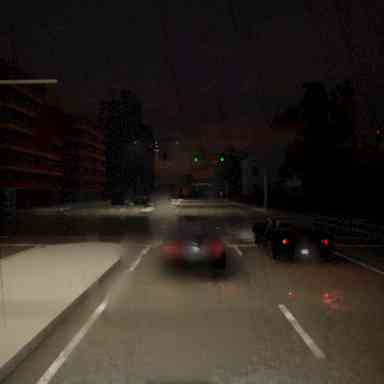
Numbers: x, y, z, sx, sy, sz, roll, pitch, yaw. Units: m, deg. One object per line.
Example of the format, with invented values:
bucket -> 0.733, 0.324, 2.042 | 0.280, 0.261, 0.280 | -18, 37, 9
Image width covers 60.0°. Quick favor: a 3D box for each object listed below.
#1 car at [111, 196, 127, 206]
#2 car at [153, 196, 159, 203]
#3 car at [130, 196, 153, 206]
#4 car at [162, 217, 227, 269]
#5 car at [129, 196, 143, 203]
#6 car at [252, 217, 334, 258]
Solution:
car -> -11.570, 1.496, 53.107 | 1.837, 1.490, 4.892 | 0, 0, 0
car -> -7.999, 1.525, 69.092 | 2.033, 1.411, 5.357 | 0, 0, 0
car -> -8.068, 1.482, 53.370 | 2.128, 1.511, 4.902 | 0, 0, 0
car -> -0.030, 1.545, 11.065 | 2.033, 1.411, 5.357 | 0, 0, -2
car -> -11.499, 1.512, 68.848 | 2.128, 1.511, 4.902 | 0, 0, 0
car -> 3.580, 1.598, 12.745 | 1.895, 1.301, 4.718 | 0, 0, 0
